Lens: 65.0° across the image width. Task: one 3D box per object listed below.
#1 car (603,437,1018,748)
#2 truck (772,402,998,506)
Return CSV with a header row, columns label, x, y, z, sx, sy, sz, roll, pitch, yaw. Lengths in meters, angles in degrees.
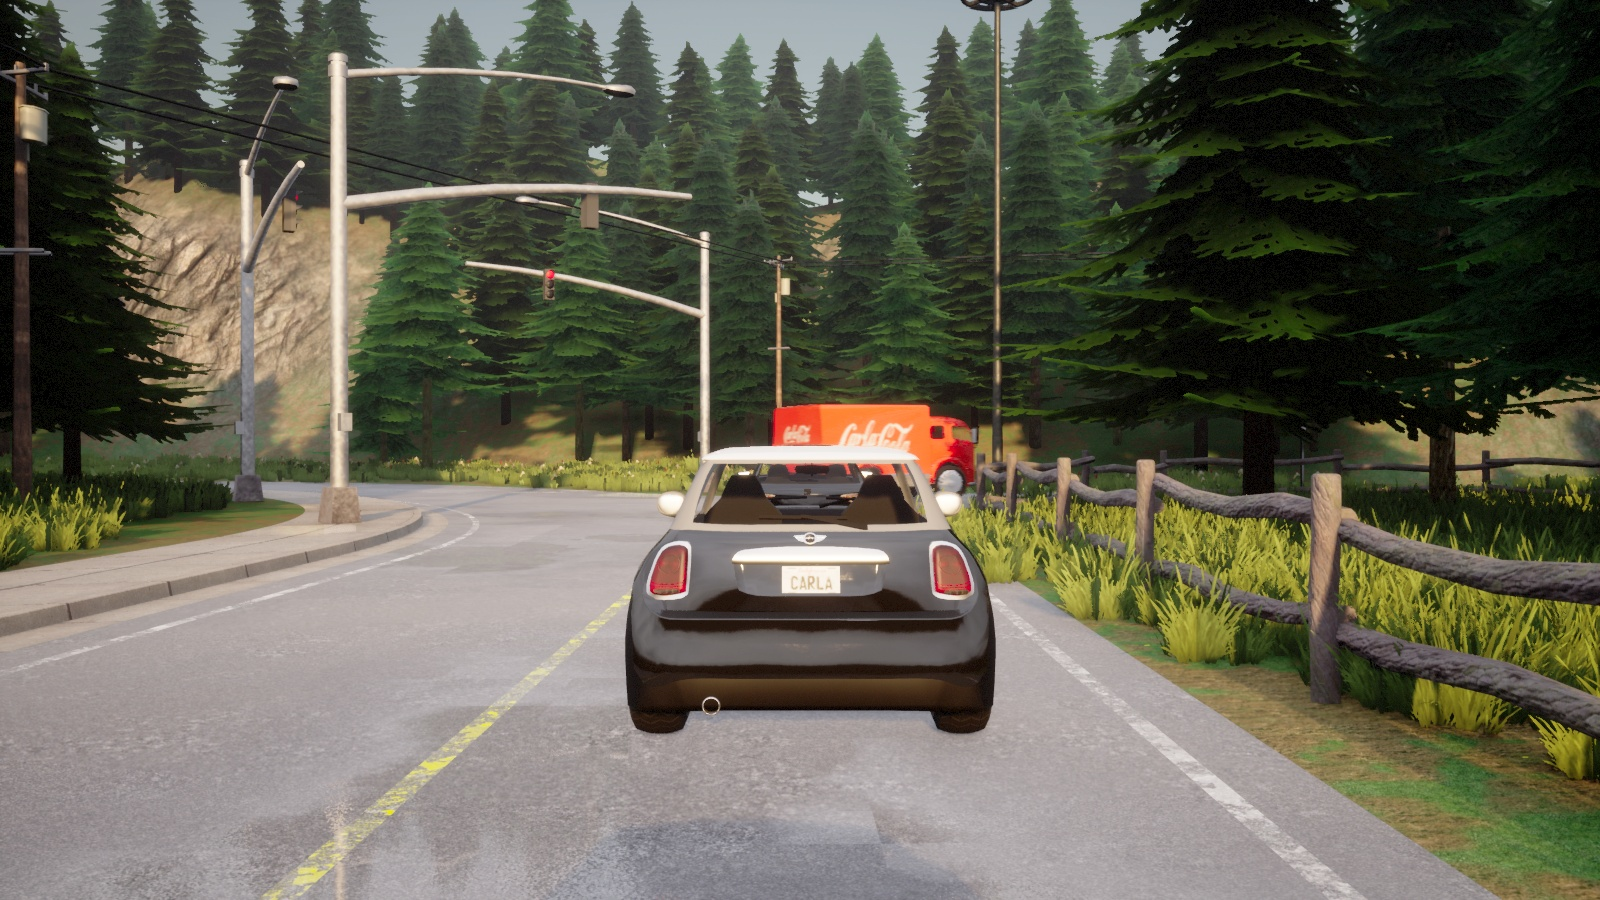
label,x,y,z,sx,sy,sz,roll,pitch,yaw
car,0.058,0.668,7.864,1.970,1.475,3.806,0,0,0
truck,2.195,0.108,32.197,5.204,2.467,2.627,0,-1,-32
